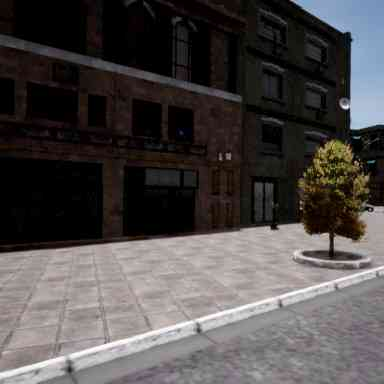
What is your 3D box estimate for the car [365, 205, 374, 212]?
[{"bbox_3d":[18.692,1.568,38.151,1.947,1.339,4.313,1,-1,-18],"label":"car"}]
